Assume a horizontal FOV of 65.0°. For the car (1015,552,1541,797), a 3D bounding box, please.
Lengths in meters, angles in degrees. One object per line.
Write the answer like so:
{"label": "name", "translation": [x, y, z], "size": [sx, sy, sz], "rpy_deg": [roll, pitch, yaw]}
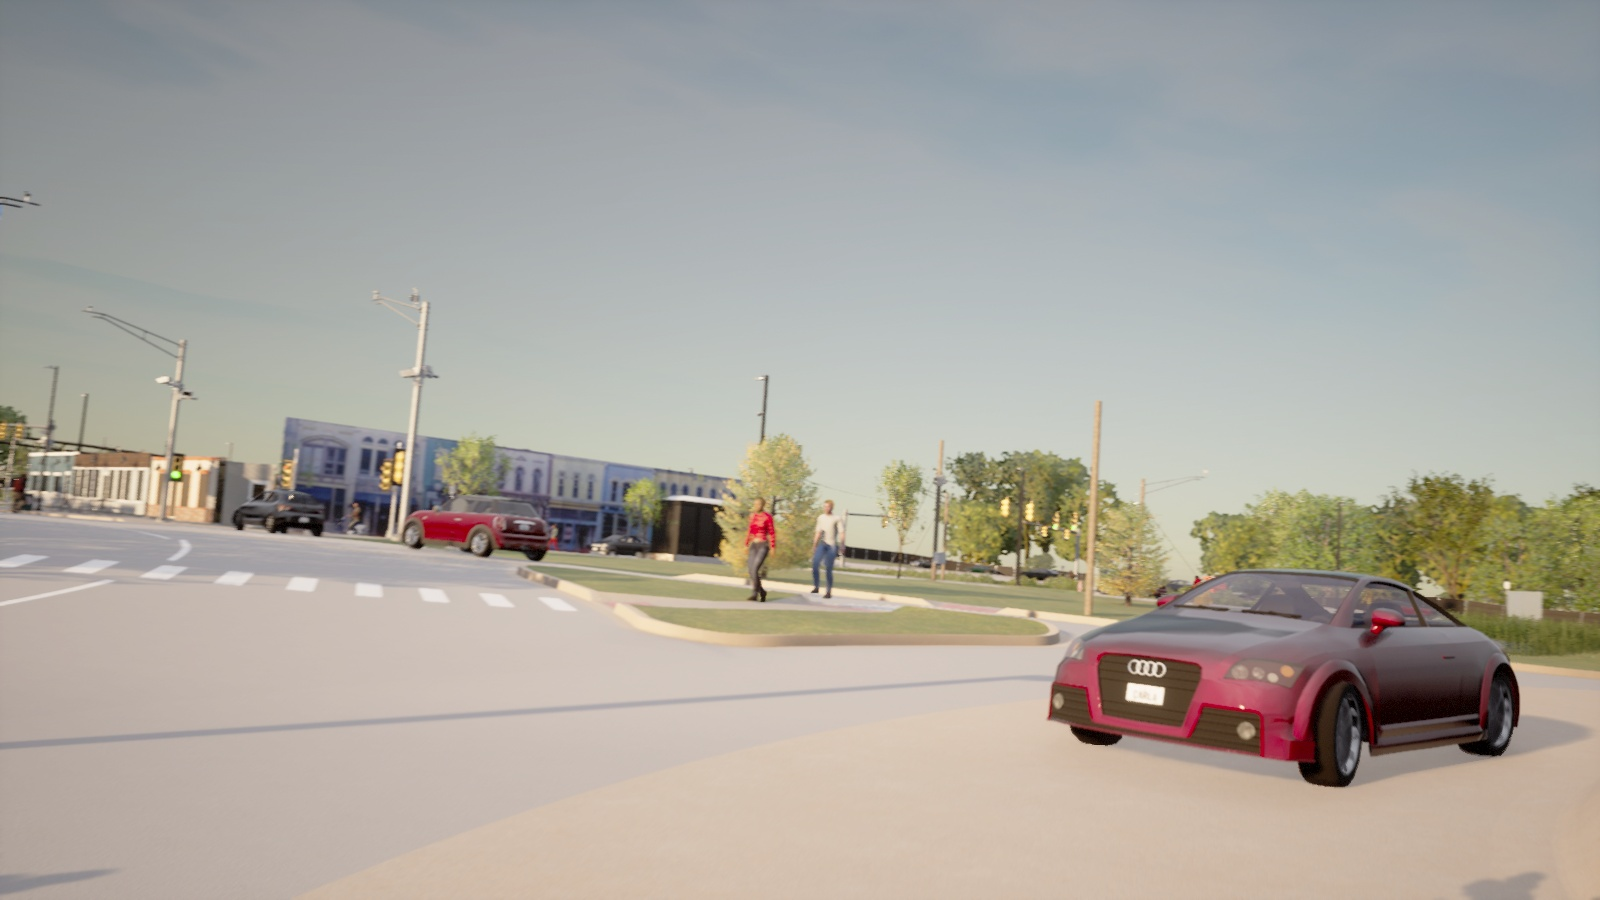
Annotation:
{"label": "car", "translation": [3.796, 1.567, 9.607], "size": [4.181, 1.385, 1.994], "rpy_deg": [6, -6, -41]}

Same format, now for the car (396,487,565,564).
{"label": "car", "translation": [-9.011, 2.108, 35.255], "size": [4.553, 1.767, 2.097], "rpy_deg": [1, -6, 39]}

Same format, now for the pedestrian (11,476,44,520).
{"label": "pedestrian", "translation": [-33.535, 2.096, 54.531], "size": [0.634, 1.844, 0.899], "rpy_deg": [-2, -8, 42]}

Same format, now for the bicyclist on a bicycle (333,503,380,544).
{"label": "bicyclist on a bicycle", "translation": [-21.267, 3.525, 60.186], "size": [1.843, 1.776, 0.659], "rpy_deg": [10, -8, -43]}

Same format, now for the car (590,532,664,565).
{"label": "car", "translation": [-9.766, 5.579, 71.179], "size": [3.705, 1.549, 1.789], "rpy_deg": [10, -8, -43]}

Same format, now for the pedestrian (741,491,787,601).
{"label": "pedestrian", "translation": [-0.613, 1.644, 21.467], "size": [0.331, 1.846, 0.636], "rpy_deg": [-1, -7, 39]}

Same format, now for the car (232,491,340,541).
{"label": "car", "translation": [-17.514, 2.219, 42.677], "size": [1.816, 1.474, 4.193], "rpy_deg": [9, -7, -44]}

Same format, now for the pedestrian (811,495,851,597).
{"label": "pedestrian", "translation": [0.580, 1.777, 23.137], "size": [0.354, 1.836, 0.706], "rpy_deg": [1, -6, 28]}
